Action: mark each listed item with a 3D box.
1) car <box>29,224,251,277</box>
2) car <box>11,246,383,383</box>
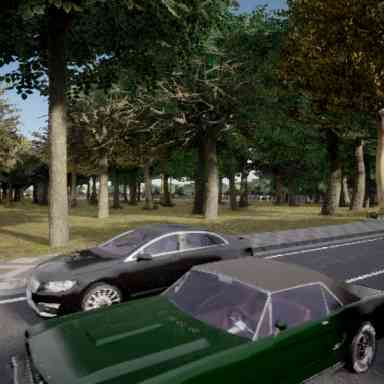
[{"bbox_3d":[-0.797,1.490,7.113,4.902,1.511,2.128,0,0,-36],"label":"car"},{"bbox_3d":[0.511,1.600,4.051,4.718,1.301,1.895,0,0,-36],"label":"car"}]
